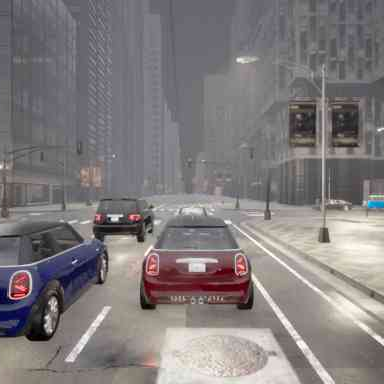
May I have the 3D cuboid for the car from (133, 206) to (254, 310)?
[{"bbox_3d":[0.085,1.352,7.979,2.097,1.767,4.553,0,0,0],"label":"car"}]

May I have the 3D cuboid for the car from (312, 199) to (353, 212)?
[{"bbox_3d":[15.805,1.513,37.579,4.403,1.369,2.008,0,0,0],"label":"car"}]

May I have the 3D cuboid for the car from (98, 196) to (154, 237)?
[{"bbox_3d":[-3.181,1.222,16.372,2.150,2.045,5.566,0,0,0],"label":"car"}]

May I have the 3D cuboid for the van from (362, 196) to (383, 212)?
[{"bbox_3d":[21.423,1.292,37.565,3.998,1.788,1.690,0,0,0],"label":"van"}]

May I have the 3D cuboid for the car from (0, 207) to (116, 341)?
[{"bbox_3d":[-3.163,1.352,6.660,2.097,1.767,4.553,0,0,0],"label":"car"}]

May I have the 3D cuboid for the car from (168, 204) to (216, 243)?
[{"bbox_3d":[0.057,1.491,17.166,2.128,1.511,4.902,0,0,2],"label":"car"}]
